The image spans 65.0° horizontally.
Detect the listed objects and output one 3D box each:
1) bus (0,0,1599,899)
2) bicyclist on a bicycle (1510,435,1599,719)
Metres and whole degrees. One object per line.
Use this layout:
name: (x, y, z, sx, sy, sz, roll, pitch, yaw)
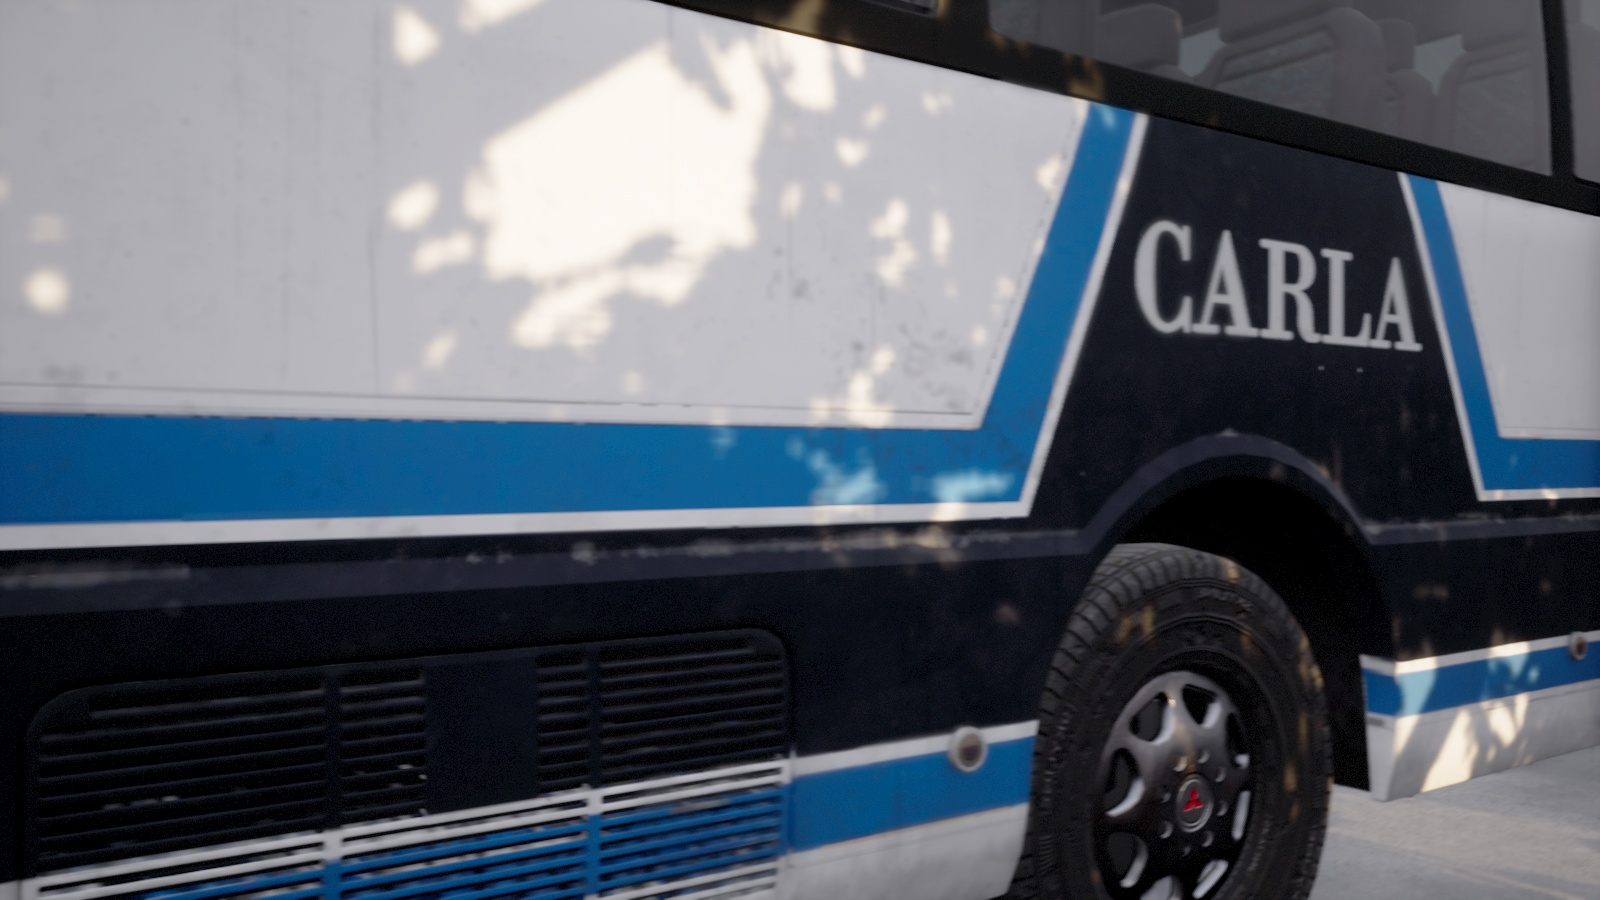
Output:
bus: (-2.066, -0.621, 2.862, 10.273, 4.253, 3.944, 0, 0, -34)
bicyclist on a bicycle: (5.114, 0.719, 7.777, 1.656, 1.620, 0.582, 0, 0, -35)
